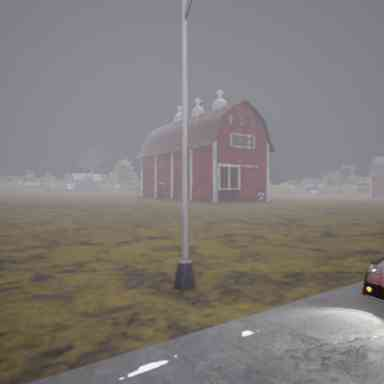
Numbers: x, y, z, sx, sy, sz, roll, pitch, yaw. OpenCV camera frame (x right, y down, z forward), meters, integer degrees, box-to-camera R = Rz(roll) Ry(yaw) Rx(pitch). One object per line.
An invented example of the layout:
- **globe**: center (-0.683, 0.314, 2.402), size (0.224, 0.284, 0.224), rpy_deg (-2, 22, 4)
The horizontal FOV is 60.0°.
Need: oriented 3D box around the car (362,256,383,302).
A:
- **car**: center (5.398, 1.531, 6.895), size (4.181, 1.385, 1.994), rpy_deg (0, 0, -35)
